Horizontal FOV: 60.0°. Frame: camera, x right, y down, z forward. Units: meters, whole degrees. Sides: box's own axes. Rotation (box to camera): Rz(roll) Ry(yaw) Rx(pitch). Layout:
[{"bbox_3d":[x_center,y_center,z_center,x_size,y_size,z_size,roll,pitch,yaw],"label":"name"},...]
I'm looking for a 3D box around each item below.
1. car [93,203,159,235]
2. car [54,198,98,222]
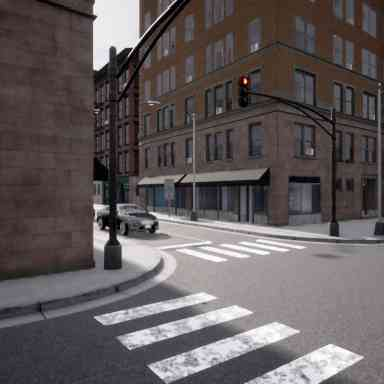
[{"bbox_3d":[-3.618,1.395,18.157,2.128,1.511,4.902,0,0,-37],"label":"car"},{"bbox_3d":[-9.105,1.323,25.867,1.882,1.535,5.008,0,0,-36],"label":"car"}]
